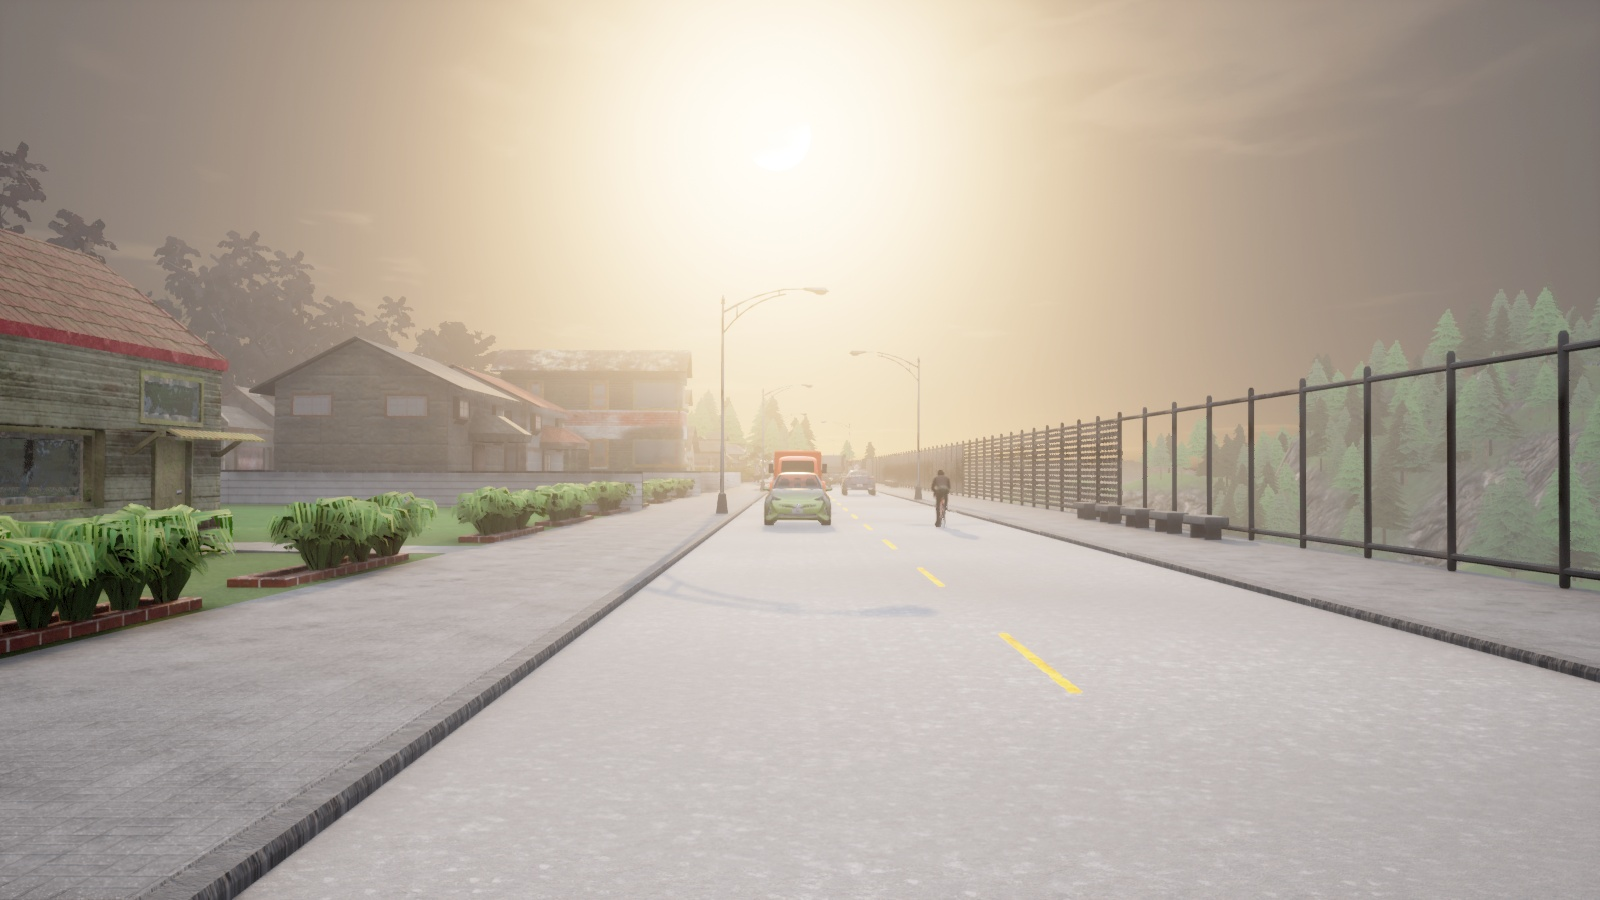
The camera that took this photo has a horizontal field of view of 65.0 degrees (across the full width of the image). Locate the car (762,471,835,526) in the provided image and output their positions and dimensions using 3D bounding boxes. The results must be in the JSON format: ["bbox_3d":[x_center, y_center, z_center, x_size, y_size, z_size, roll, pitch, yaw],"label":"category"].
[{"bbox_3d":[-0.058,1.380,36.891,2.007,1.525,4.514,0,-1,0],"label":"car"}]

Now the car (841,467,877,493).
[{"bbox_3d":[3.854,1.972,83.212,2.152,1.651,5.027,0,-1,0],"label":"car"}]

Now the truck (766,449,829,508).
[{"bbox_3d":[-0.094,1.253,55.226,2.627,2.467,5.204,0,-1,0],"label":"truck"}]
